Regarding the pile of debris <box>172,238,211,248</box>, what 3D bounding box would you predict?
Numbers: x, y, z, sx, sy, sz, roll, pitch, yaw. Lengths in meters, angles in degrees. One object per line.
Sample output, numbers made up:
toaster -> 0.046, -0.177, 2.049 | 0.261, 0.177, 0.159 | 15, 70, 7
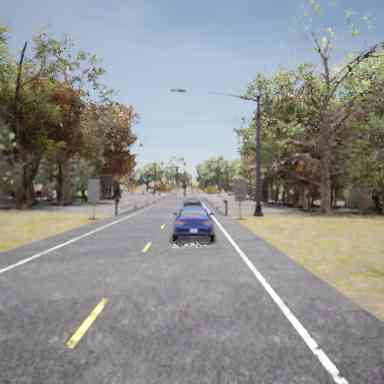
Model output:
pile of debris -> -0.013, 2.078, 13.673 | 1.500, 0.140, 1.860 | 0, 0, 0

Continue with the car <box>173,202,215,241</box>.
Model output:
car -> 0.076, 1.410, 15.891 | 1.812, 1.442, 4.674 | 0, 0, 0

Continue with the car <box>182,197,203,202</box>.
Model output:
car -> 0.065, 1.267, 33.480 | 1.837, 1.490, 4.892 | 0, 0, 0
